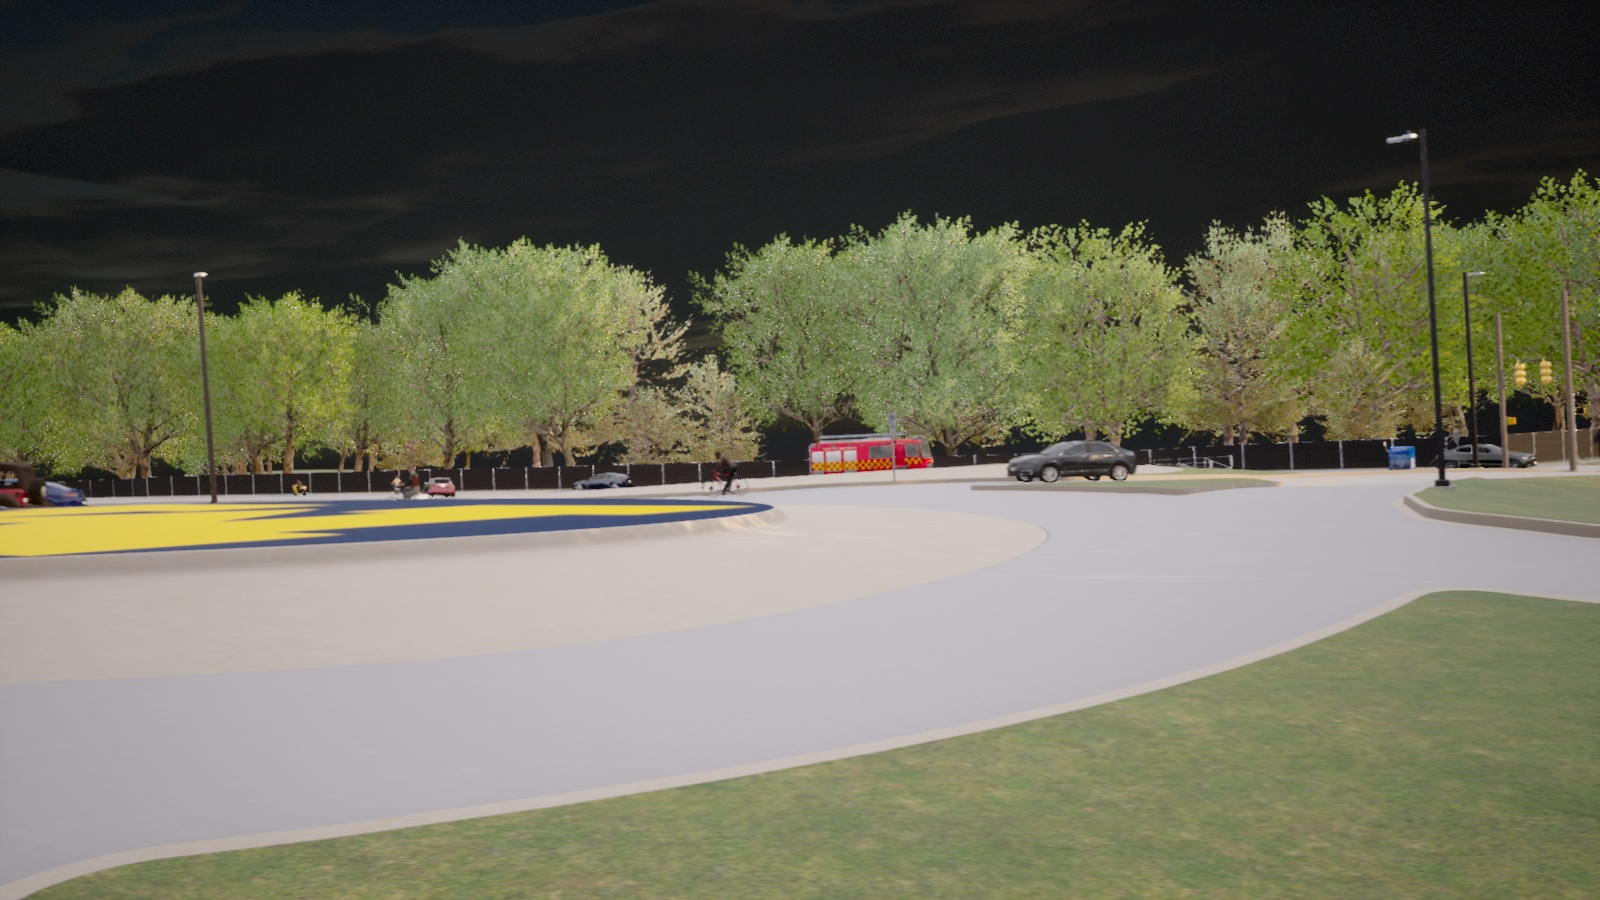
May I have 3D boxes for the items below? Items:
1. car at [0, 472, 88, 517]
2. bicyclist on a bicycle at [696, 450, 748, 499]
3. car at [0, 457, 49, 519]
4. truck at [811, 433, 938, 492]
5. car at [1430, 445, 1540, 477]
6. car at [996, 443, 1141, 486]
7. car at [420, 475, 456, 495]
[{"bbox_3d":[-26.904,1.520,42.436,4.674,1.442,1.812,-1,-1,-17],"label":"car"},{"bbox_3d":[-2.761,0.858,44.291,1.656,1.620,0.582,-4,1,6],"label":"bicyclist on a bicycle"},{"bbox_3d":[-25.632,1.189,38.736,3.866,1.878,1.905,0,-2,-15],"label":"car"},{"bbox_3d":[5.302,0.852,89.156,8.468,3.827,2.891,-2,1,16],"label":"truck"},{"bbox_3d":[38.789,0.632,71.158,2.152,1.651,5.027,-4,2,-44],"label":"car"},{"bbox_3d":[9.683,0.509,45.239,4.892,1.490,1.837,0,0,-20],"label":"car"},{"bbox_3d":[-27.005,2.607,93.512,1.970,1.475,3.806,1,-2,-26],"label":"car"}]
